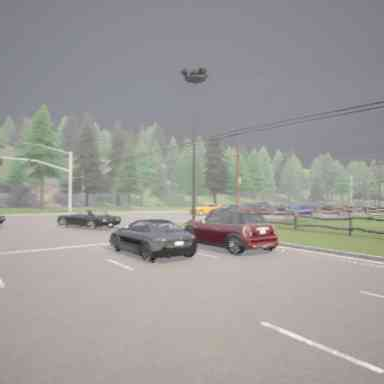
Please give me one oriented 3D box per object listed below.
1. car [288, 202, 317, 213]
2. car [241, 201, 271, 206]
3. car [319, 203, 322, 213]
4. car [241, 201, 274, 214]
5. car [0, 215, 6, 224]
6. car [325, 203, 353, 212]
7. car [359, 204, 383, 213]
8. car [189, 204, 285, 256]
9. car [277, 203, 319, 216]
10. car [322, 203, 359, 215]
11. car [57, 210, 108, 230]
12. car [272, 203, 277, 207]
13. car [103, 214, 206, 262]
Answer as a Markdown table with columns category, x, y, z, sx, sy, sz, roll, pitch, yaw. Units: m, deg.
| category | x | y | z | sx | sy | sz | roll | pitch | yaw |
| --- | --- | --- | --- | --- | --- | --- | --- | --- | --- |
| car | 17.849 | 2.475 | 53.641 | 5.008 | 1.535 | 1.882 | 1 | -1 | -35 |
| car | 6.143 | 1.981 | 36.714 | 4.553 | 1.767 | 2.097 | 1 | -1 | -36 |
| car | 19.965 | 2.465 | 50.854 | 4.902 | 1.511 | 2.128 | 1 | -1 | -35 |
| car | 9.395 | 2.180 | 47.646 | 4.553 | 1.767 | 2.097 | 1 | -1 | -35 |
| car | -15.276 | 1.814 | 22.307 | 4.718 | 1.301 | 1.895 | 0 | -1 | 5 |
| car | 26.381 | 2.714 | 59.649 | 5.357 | 1.411 | 2.033 | 1 | -1 | -35 |
| car | 29.350 | 2.695 | 53.198 | 4.718 | 1.301 | 1.895 | 1 | -1 | -35 |
| car | 1.500 | 1.599 | 14.740 | 2.097 | 1.767 | 4.553 | 1 | -1 | -37 |
| car | 13.408 | 2.253 | 41.912 | 5.008 | 1.535 | 1.882 | 1 | -1 | -36 |
| car | 21.145 | 2.408 | 47.400 | 5.008 | 1.535 | 1.882 | 1 | -1 | -35 |
| car | -7.358 | 1.903 | 23.446 | 4.718 | 1.301 | 1.895 | 0 | -1 | 32 |
| car | 11.845 | 2.302 | 45.094 | 4.902 | 1.511 | 2.128 | 1 | -1 | -35 |
| car | -1.636 | 1.758 | 13.105 | 1.994 | 1.385 | 4.181 | 1 | -1 | -36 |
